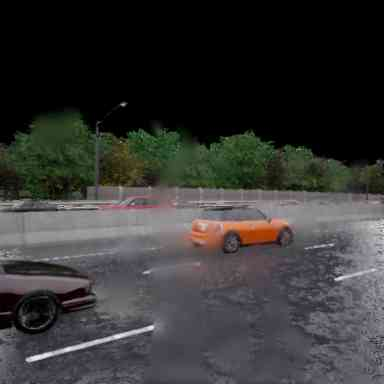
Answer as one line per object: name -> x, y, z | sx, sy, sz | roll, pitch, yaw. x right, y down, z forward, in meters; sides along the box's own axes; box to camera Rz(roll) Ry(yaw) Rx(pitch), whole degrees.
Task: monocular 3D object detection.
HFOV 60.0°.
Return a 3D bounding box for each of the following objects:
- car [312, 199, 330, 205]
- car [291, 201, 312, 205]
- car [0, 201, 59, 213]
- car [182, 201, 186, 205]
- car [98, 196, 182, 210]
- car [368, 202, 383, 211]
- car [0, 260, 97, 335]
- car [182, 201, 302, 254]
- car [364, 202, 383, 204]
car -> 19.796, 1.937, 52.464 | 4.553, 1.767, 2.097 | 2, -1, -35
car -> 10.757, 1.775, 37.450 | 4.902, 1.511, 2.128 | 1, -1, -35
car -> -14.001, 1.532, 28.397 | 4.892, 1.490, 1.837 | 0, 0, -35
car -> -1.312, 1.652, 33.147 | 4.674, 1.442, 1.812 | 1, 0, -35
car -> -3.769, 1.280, 22.799 | 5.566, 2.045, 2.150 | 0, 0, -36
car -> 32.332, 2.489, 57.040 | 4.718, 1.301, 1.895 | 2, -1, -35
car -> -4.287, 1.543, 4.986 | 5.357, 1.411, 2.033 | 0, 0, -36
car -> 2.168, 1.409, 13.891 | 4.553, 1.767, 2.097 | 0, 0, -36
car -> 22.412, 1.972, 41.453 | 5.008, 1.535, 1.882 | 2, -1, -35
